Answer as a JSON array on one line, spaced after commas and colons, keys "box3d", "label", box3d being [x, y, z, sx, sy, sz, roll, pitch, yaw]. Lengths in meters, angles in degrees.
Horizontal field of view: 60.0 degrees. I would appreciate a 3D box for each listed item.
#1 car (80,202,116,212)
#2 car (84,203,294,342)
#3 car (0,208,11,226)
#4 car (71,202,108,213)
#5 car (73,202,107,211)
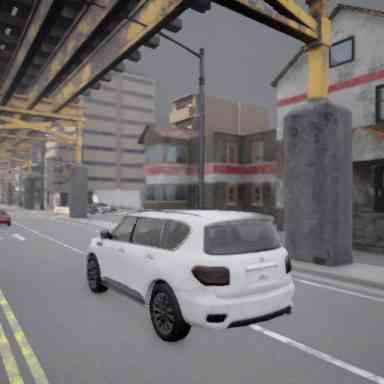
[{"box3d": [-12.667, 2.025, 44.903, 1.853, 1.218, 4.536, 0, -1, 34], "label": "car"}, {"box3d": [-0.508, 1.381, 7.138, 2.150, 2.045, 5.566, 1, -1, -36], "label": "car"}, {"box3d": [-15.811, 1.979, 26.659, 1.994, 1.385, 4.181, 1, -1, -36], "label": "car"}, {"box3d": [-14.851, 2.226, 48.429, 4.974, 1.542, 2.038, 1, -1, -11], "label": "car"}, {"box3d": [-14.799, 2.069, 48.442, 4.536, 1.218, 1.853, 1, -1, -11], "label": "car"}]
